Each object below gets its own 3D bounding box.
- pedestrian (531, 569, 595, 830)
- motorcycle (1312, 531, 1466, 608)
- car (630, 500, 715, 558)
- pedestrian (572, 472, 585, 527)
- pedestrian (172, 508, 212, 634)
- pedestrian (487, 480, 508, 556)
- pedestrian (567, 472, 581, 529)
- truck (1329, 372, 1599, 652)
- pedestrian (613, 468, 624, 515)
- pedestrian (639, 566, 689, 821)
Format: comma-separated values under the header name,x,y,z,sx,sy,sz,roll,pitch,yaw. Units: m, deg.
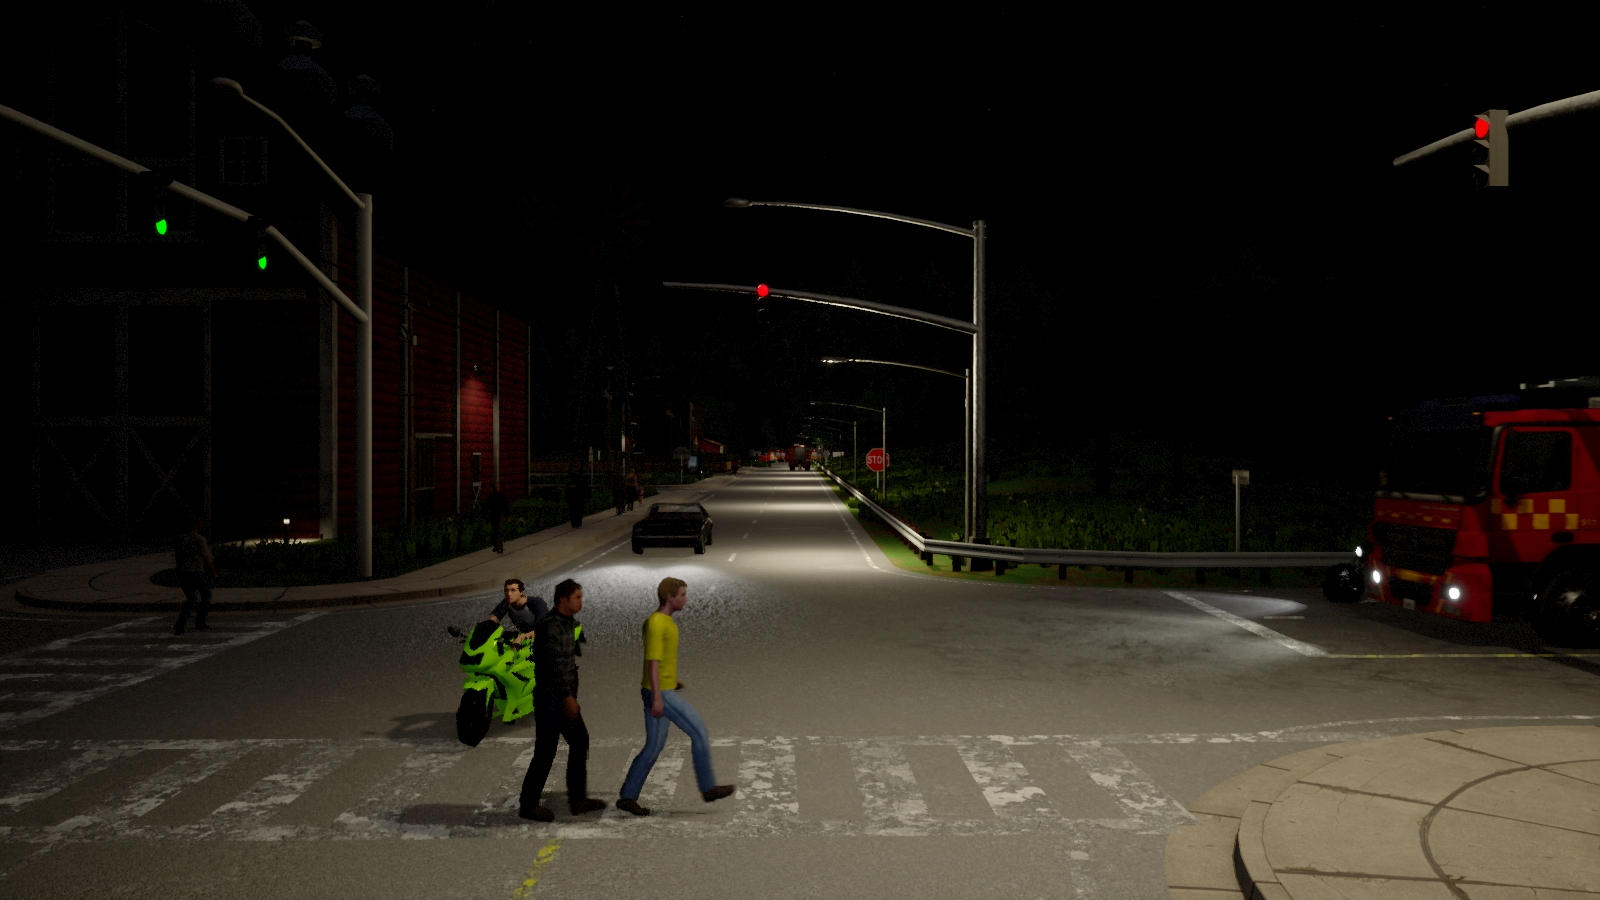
name,x,y,z,sx,sy,sz,roll,pitch,yaw
pedestrian,-1.764,1.837,8.520,0.375,1.860,0.375,0,0,5
motorcycle,10.550,2.131,20.505,2.356,1.277,0.764,0,0,0
car,-3.455,2.136,31.771,1.895,1.301,4.718,0,0,0
pedestrian,-7.493,1.671,38.665,0.375,1.860,0.375,0,0,-3
pedestrian,-9.174,1.811,17.240,0.375,1.860,0.375,0,0,10
pedestrian,-7.489,1.679,28.284,0.375,1.860,0.375,0,0,15
pedestrian,-7.486,1.673,37.822,0.375,1.860,0.375,0,0,-1
truck,12.849,0.853,17.166,8.468,3.827,2.891,0,0,-1
pedestrian,-7.296,1.669,45.901,0.375,1.860,0.375,0,0,3
pedestrian,-1.043,1.838,8.746,0.375,1.860,0.375,0,0,-8
